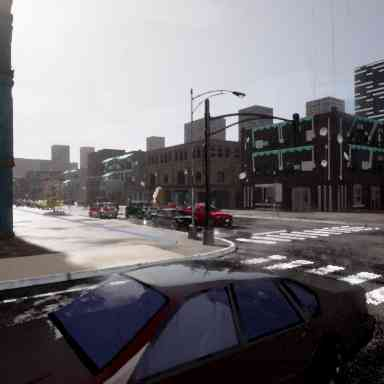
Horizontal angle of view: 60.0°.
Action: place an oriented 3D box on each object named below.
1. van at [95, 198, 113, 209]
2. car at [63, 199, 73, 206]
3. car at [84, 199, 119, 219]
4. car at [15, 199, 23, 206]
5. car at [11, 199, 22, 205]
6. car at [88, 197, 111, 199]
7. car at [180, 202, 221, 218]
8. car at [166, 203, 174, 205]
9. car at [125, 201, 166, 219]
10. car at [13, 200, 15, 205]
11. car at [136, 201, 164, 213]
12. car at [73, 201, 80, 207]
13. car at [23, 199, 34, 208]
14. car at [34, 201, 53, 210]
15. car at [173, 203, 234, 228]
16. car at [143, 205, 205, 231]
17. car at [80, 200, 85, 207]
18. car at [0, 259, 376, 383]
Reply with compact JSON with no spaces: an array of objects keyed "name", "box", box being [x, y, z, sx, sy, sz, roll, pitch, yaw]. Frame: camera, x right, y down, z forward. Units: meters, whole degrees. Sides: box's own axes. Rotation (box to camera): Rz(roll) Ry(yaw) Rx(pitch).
[{"name":"van","box":[-15.203,1.907,57.418,1.690,1.788,3.998,-1,0,-35]},{"name":"car","box":[-27.995,2.364,75.486,1.947,1.339,4.313,-1,0,-35]},{"name":"car","box":[-9.242,1.847,34.505,1.967,1.590,4.097,-1,0,-35]},{"name":"car","box":[-38.035,2.380,75.157,1.967,1.590,4.097,-1,0,-35]},{"name":"car","box":[-44.430,2.598,84.191,1.887,1.381,4.507,-1,0,-35]},{"name":"car","box":[-11.043,1.678,41.564,2.150,2.045,5.566,-1,0,-35]},{"name":"car","box":[0.797,1.810,34.833,2.008,1.369,4.403,-2,0,-35]},{"name":"car","box":[-2.402,1.904,39.351,1.802,1.307,4.206,-2,0,-35]},{"name":"car","box":[-4.898,1.689,32.871,2.097,1.767,4.553,-1,0,-35]},{"name":"car","box":[-41.231,2.547,79.675,2.008,1.369,4.403,-1,0,-35]},{"name":"car","box":[-5.600,1.966,43.867,1.802,1.307,4.206,-1,0,-35]},{"name":"car","box":[-21.597,2.228,66.452,1.887,1.381,4.507,-1,0,-35]},{"name":"car","box":[-31.634,2.376,66.124,2.008,1.369,4.403,-1,0,-35]},{"name":"car","box":[-25.137,2.233,56.951,1.752,1.417,4.829,-1,0,-35]},{"name":"car","box":[0.962,1.698,24.597,1.882,1.535,5.008,-1,0,-35]},{"name":"car","box":[-1.318,1.815,23.111,1.947,1.339,4.313,-1,0,-35]},{"name":"car","box":[-18.403,1.940,61.934,2.192,1.841,5.009,-1,0,-35]},{"name":"car","box":[-0.100,1.547,3.610,5.357,1.411,2.033,0,0,-35]}]
